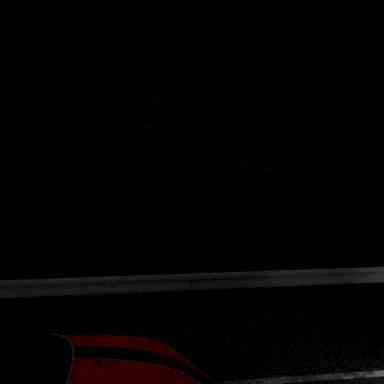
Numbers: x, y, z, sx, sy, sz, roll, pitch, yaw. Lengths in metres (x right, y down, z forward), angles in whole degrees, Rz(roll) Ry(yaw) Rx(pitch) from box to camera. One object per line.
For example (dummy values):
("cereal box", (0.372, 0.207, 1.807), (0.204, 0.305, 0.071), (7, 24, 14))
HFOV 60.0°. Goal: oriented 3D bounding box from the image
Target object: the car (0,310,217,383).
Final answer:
("car", (-1.848, 1.352, 1.669), (4.553, 1.767, 2.097), (0, 0, -6))
